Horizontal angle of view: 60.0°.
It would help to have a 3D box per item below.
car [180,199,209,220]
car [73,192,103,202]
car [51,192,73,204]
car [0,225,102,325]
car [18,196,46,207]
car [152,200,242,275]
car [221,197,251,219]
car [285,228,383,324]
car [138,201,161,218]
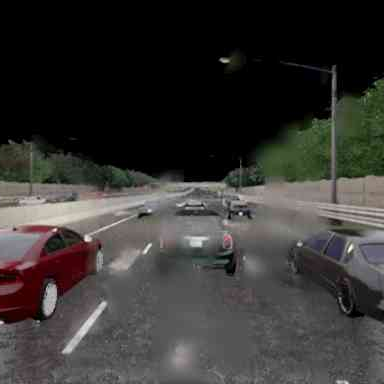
[{"bbox_3d":[0.198,1.365,27.449,2.128,1.511,4.902,0,0,0],"label":"car"},{"bbox_3d":[-13.803,1.015,45.428,2.150,2.045,5.566,0,0,1],"label":"car"},{"bbox_3d":[-17.295,1.013,45.881,2.150,2.045,5.566,0,0,1],"label":"car"},{"bbox_3d":[-3.392,1.444,7.205,1.882,1.535,5.008,0,0,0],"label":"car"},{"bbox_3d":[-20.832,1.324,43.594,1.812,1.442,4.674,0,0,1],"label":"car"},{"bbox_3d":[0.119,1.304,10.477,2.097,1.767,4.553,0,0,0],"label":"car"},{"bbox_3d":[3.699,1.378,27.554,1.837,1.490,4.892,0,0,0],"label":"car"},{"bbox_3d":[3.612,1.514,7.249,2.033,1.411,5.357,0,0,0],"label":"car"},{"bbox_3d":[-3.296,1.434,28.139,1.994,1.385,4.181,0,0,0],"label":"car"}]
